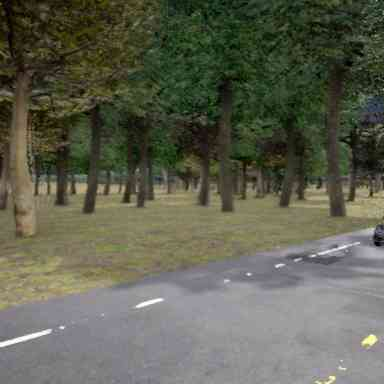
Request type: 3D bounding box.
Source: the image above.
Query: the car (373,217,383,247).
[{"bbox_3d":[8.997,1.416,13.504,4.674,1.442,1.812,0,1,-44],"label":"car"}]
